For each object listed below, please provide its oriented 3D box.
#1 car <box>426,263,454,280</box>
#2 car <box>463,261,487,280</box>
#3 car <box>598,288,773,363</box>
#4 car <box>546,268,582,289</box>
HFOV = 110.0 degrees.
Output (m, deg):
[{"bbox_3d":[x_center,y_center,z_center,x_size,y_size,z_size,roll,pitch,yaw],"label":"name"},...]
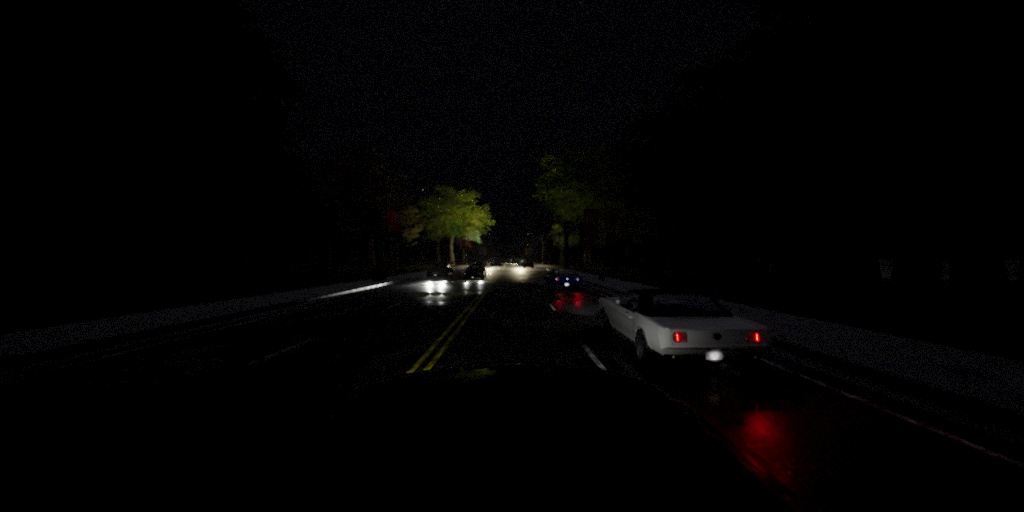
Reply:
[{"bbox_3d":[-6.596,1.399,33.318,2.128,1.511,4.902,0,0,0],"label":"car"},{"bbox_3d":[-3.351,1.455,33.238,2.033,1.411,5.357,0,0,0],"label":"car"},{"bbox_3d":[3.352,1.376,8.154,1.895,1.301,4.718,0,0,0],"label":"car"},{"bbox_3d":[3.349,1.457,24.057,1.895,1.301,4.718,0,0,0],"label":"car"}]
